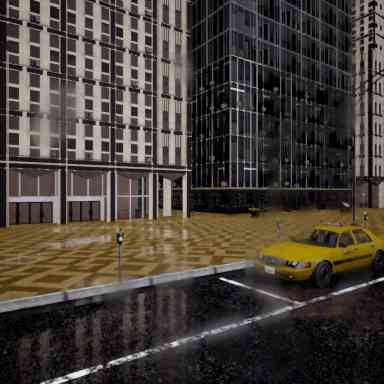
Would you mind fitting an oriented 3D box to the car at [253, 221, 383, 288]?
[{"bbox_3d":[3.800,1.526,9.253,4.829,1.417,1.752,0,0,-35],"label":"car"}]
